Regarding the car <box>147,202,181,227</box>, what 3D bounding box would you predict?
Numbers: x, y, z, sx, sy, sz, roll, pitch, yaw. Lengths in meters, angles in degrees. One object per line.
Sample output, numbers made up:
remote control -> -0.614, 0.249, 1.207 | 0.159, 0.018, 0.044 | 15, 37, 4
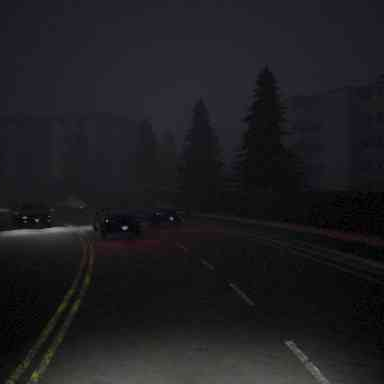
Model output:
car -> -2.239, 1.367, 21.562 | 1.812, 1.442, 4.674 | 0, 0, -27

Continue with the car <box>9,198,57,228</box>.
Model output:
car -> -10.259, 1.390, 21.237 | 1.837, 1.490, 4.892 | 0, 0, -33

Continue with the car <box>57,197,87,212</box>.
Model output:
car -> -12.971, 1.313, 35.451 | 4.674, 1.442, 1.812 | 0, 0, 43

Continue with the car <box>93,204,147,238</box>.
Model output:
car -> -3.915, 1.411, 17.090 | 1.812, 1.442, 4.674 | 0, 0, -23
